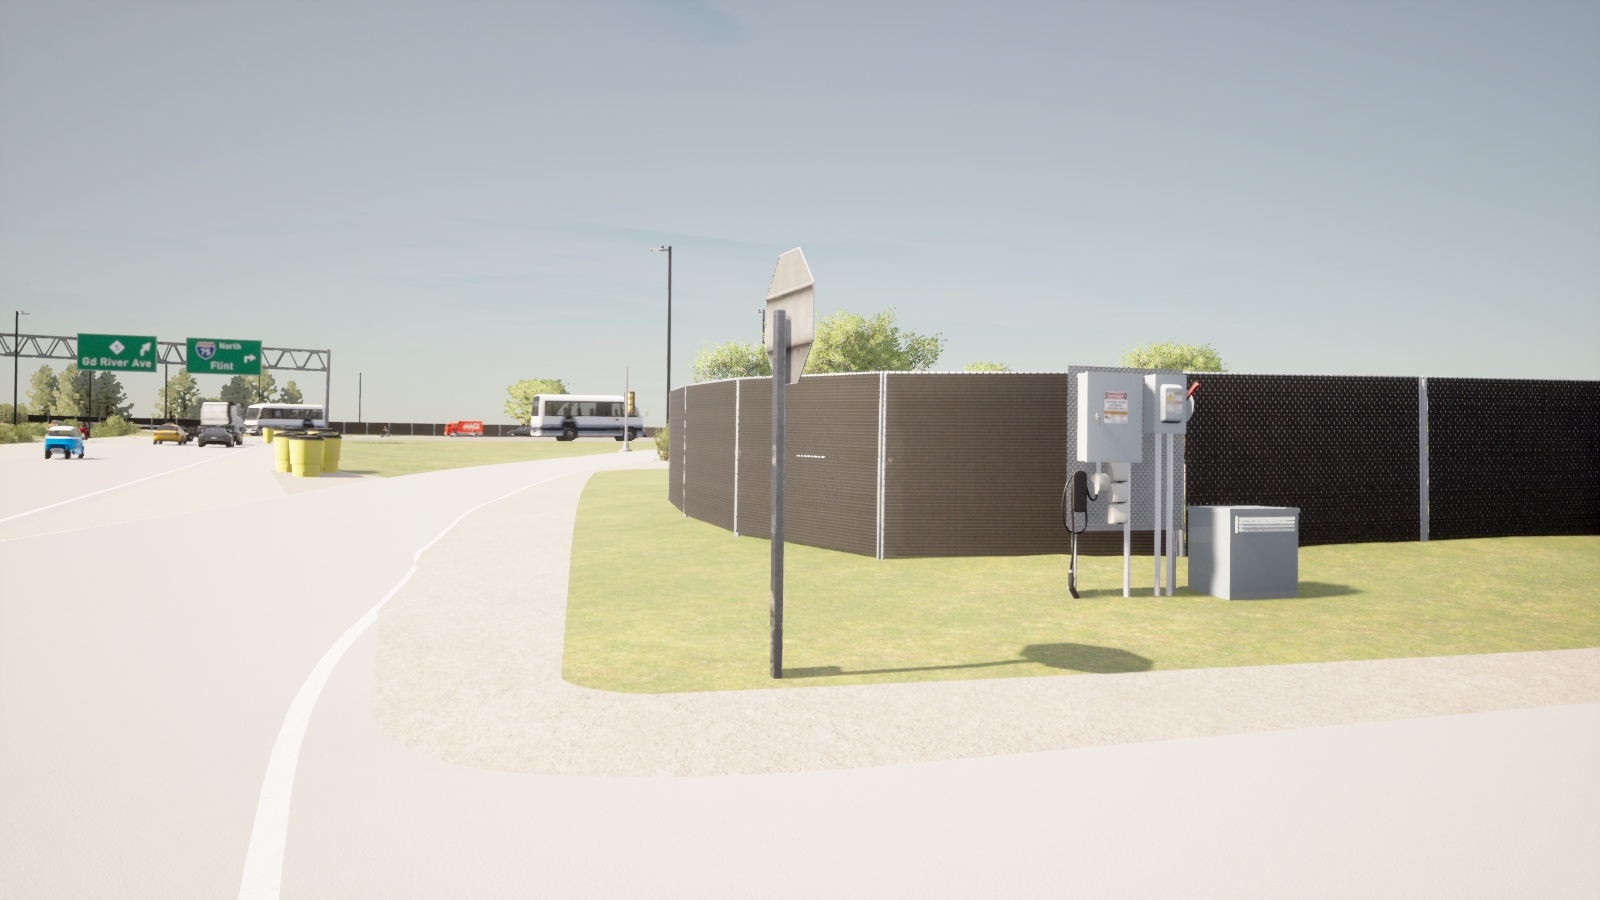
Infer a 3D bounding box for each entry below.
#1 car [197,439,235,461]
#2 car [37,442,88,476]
[{"bbox_3d":[-39.040,-0.025,83.985,1.994,1.385,4.181,0,1,-21],"label":"car"},{"bbox_3d":[-31.145,0.347,53.049,1.481,1.376,2.207,0,1,-21],"label":"car"}]
